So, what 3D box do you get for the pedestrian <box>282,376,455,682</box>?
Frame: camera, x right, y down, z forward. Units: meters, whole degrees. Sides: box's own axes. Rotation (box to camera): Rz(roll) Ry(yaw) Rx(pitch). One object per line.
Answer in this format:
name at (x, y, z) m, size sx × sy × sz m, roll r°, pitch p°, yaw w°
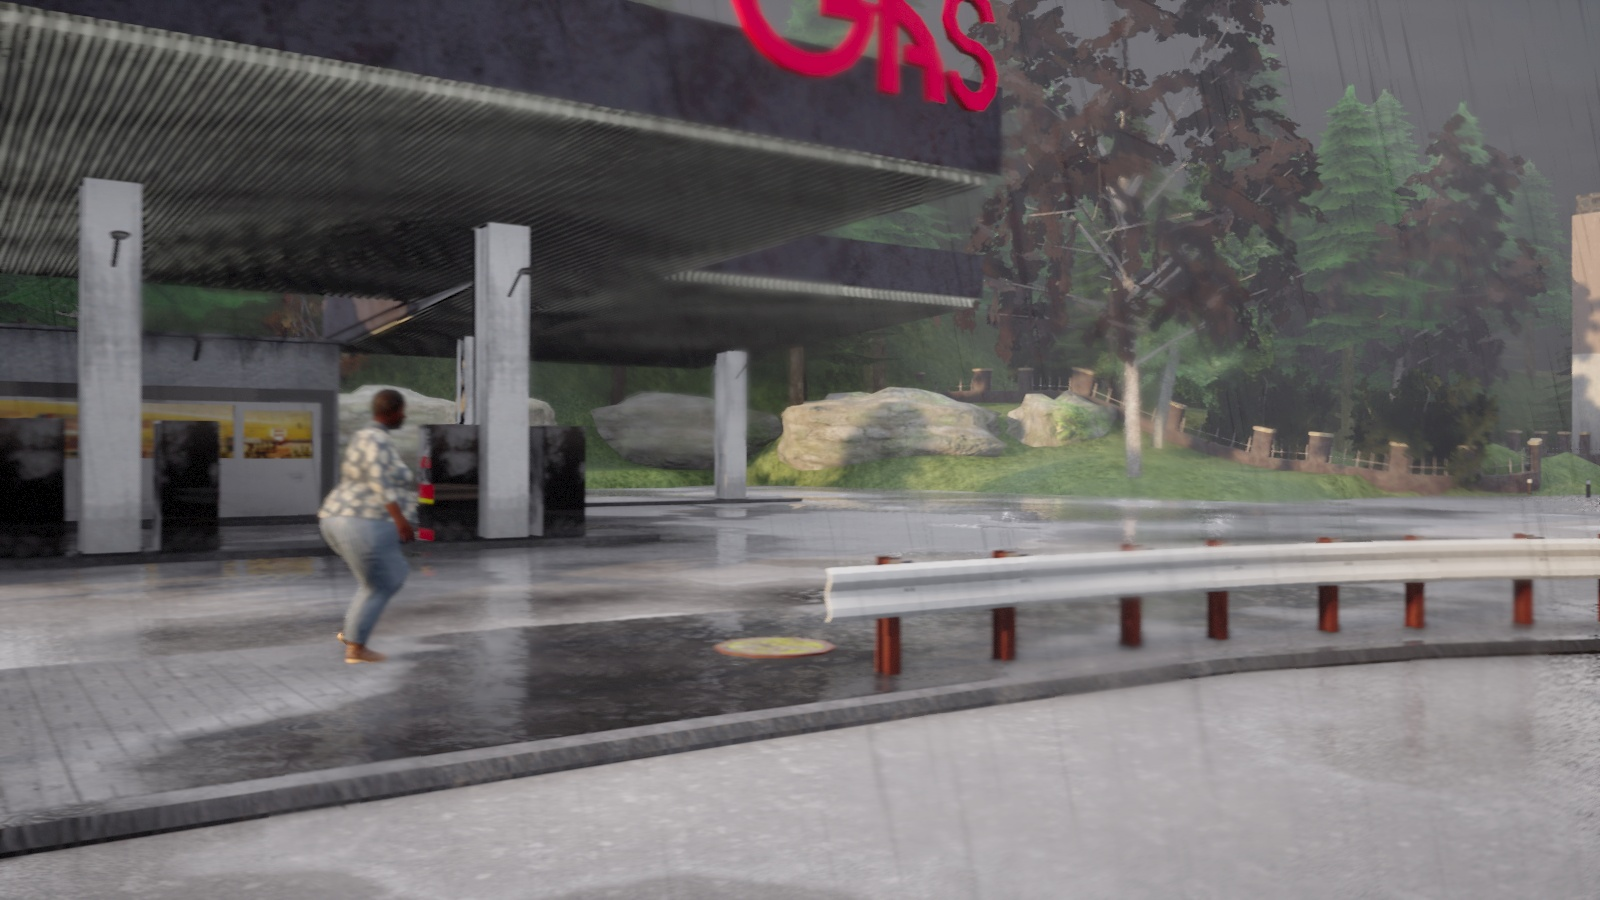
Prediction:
pedestrian at (-2.836, 0.481, 8.221) m, size 0.900 × 1.855 × 0.874 m, roll 0°, pitch 0°, yaw -32°
